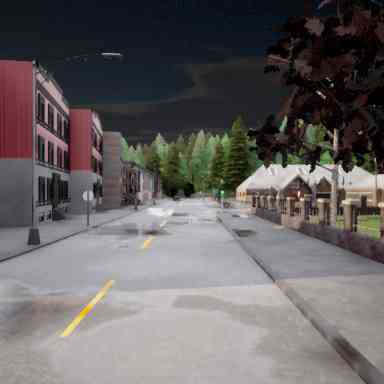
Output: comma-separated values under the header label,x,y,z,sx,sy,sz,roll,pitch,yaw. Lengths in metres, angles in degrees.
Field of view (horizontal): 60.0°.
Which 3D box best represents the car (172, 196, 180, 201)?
label,x,y,z,sx,sy,sz,roll,pitch,yaw
car,-3.957,1.752,84.790,2.033,1.411,5.357,0,0,0
